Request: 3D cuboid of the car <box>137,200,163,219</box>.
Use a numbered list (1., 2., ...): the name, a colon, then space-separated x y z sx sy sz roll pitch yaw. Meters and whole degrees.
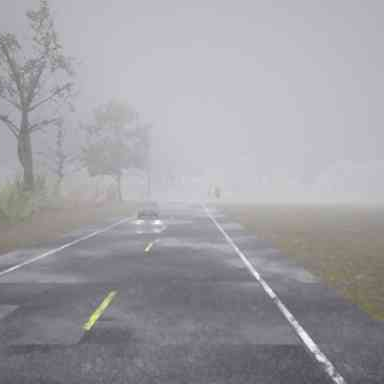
1. car: -3.594 1.492 28.968 1.837 1.490 4.892 0 0 0
